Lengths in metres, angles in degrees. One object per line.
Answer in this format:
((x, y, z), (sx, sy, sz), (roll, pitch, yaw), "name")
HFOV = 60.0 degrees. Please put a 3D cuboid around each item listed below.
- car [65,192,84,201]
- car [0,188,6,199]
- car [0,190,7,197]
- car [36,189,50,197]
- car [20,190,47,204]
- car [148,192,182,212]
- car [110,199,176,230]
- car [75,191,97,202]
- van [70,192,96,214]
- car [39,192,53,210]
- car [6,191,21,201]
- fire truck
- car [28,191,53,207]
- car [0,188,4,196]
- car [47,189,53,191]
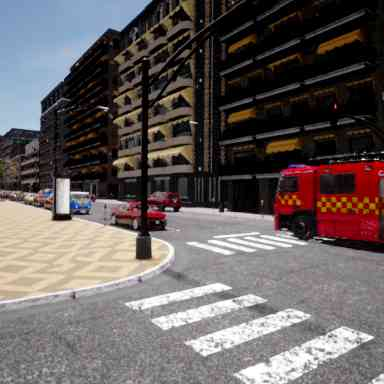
((-19.654, 0.749, 55.540), (1.947, 1.339, 4.313), (2, 0, -36), "car")
((-33.089, 0.471, 59.725), (1.887, 1.381, 4.507), (2, 0, -36), "car")
((-39.763, 0.302, 68.860), (2.008, 1.369, 4.403), (2, 0, -36), "car")
((-32.998, 0.272, 73.810), (1.967, 1.590, 4.097), (2, 0, -36), "car")
((-19.641, 0.805, 41.318), (1.752, 1.417, 4.829), (2, 0, -36), "car")
((-2.962, 0.937, 32.702), (2.192, 1.841, 5.009), (2, 0, -36), "car")
((-3.057, 1.261, 18.618), (1.887, 1.381, 4.507), (2, 0, -36), "car")
((-16.313, 0.711, 50.973), (1.967, 1.590, 4.097), (2, 0, -36), "car")
((-9.724, 0.881, 27.753), (1.690, 1.788, 3.998), (2, 0, -36), "van")
((-13.067, 0.997, 32.320), (1.887, 1.381, 4.507), (2, 0, -36), "car")
((-26.412, 0.542, 50.590), (1.967, 1.590, 4.097), (2, 0, -36), "car")
((7.569, 0.329, 13.704), (2.891, 3.827, 8.468), (0, 0, -36), "fire truck")
((-16.404, 0.909, 36.888), (1.887, 1.381, 4.507), (2, 0, -36), "car")
((-43.093, -0.022, 73.428), (2.192, 1.841, 5.009), (2, 0, -36), "car")
((-26.427, 0.530, 64.813), (1.752, 1.417, 4.829), (2, 0, -36), "car")
